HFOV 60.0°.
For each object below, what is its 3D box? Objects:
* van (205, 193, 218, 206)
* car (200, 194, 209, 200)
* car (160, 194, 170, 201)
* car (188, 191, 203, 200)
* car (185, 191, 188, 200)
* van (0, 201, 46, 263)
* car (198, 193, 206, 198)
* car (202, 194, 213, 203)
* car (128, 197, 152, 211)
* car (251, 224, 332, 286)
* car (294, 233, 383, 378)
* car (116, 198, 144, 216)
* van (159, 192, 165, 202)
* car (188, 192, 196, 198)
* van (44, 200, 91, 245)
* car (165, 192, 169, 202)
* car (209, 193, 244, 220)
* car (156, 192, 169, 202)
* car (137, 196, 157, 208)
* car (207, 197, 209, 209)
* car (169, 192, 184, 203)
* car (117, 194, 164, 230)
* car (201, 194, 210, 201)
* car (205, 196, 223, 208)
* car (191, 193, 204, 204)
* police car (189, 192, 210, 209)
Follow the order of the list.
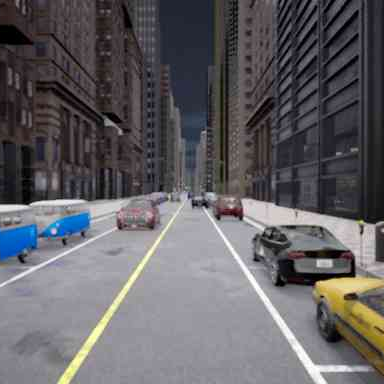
[{"bbox_3d":[2.784,1.064,48.341,1.690,1.788,3.998,0,0,0],"label":"van"},{"bbox_3d":[2.797,1.155,76.436,1.802,1.307,4.206,0,0,0],"label":"car"},{"bbox_3d":[-5.731,1.129,70.639,1.752,1.417,4.829,0,0,0],"label":"car"},{"bbox_3d":[0.923,0.932,51.120,2.150,2.045,5.566,0,0,0],"label":"car"},{"bbox_3d":[0.034,0.736,75.240,2.150,2.045,5.566,0,0,0],"label":"car"},{"bbox_3d":[-5.758,1.286,9.006,1.690,1.788,3.998,0,0,0],"label":"van"},{"bbox_3d":[2.804,1.057,93.293,1.947,1.339,4.313,0,0,0],"label":"car"},{"bbox_3d":[2.789,1.187,59.750,1.752,1.417,4.829,0,0,0],"label":"car"},{"bbox_3d":[-5.747,1.334,37.105,2.008,1.369,4.403,0,0,0],"label":"car"},{"bbox_3d":[2.766,1.511,9.012,1.947,1.339,4.313,0,0,0],"label":"car"},{"bbox_3d":[2.764,1.503,3.563,1.752,1.417,4.829,0,0,0],"label":"car"},{"bbox_3d":[-5.749,1.341,31.310,1.752,1.417,4.829,0,0,0],"label":"car"},{"bbox_3d":[-5.739,1.034,53.953,1.690,1.788,3.998,0,0,0],"label":"van"},{"bbox_3d":[0.041,0.775,90.733,2.097,1.767,4.553,0,0,0],"label":"car"},{"bbox_3d":[-5.756,1.252,14.625,1.690,1.788,3.998,0,0,0],"label":"van"},{"bbox_3d":[-5.736,1.214,59.572,2.008,1.369,4.403,0,0,0],"label":"car"},{"bbox_3d":[2.774,1.161,25.867,2.192,1.841,5.009,0,0,0],"label":"car"},{"bbox_3d":[-5.733,0.948,65.189,2.192,1.841,5.009,0,0,0],"label":"car"},{"bbox_3d":[-5.744,1.298,42.717,1.887,1.381,4.507,0,0,0],"label":"car"},{"bbox_3d":[2.776,1.365,31.487,2.008,1.369,4.403,0,0,0],"label":"car"},{"bbox_3d":[-3.014,1.164,60.388,1.837,1.490,4.892,0,0,1],"label":"car"},{"bbox_3d":[-3.091,1.232,20.028,2.097,1.767,4.553,0,0,0],"label":"car"},{"bbox_3d":[2.794,1.185,70.818,1.802,1.307,4.206,0,0,0],"label":"car"},{"bbox_3d":[2.781,1.303,42.724,2.008,1.369,4.403,0,0,0],"label":"car"},{"bbox_3d":[0.924,1.027,57.061,2.097,1.767,4.553,0,0,0],"label":"car"},{"bbox_3d":[0.918,1.186,41.201,1.930,1.638,5.238,0,0,0],"label":"police car"}]
